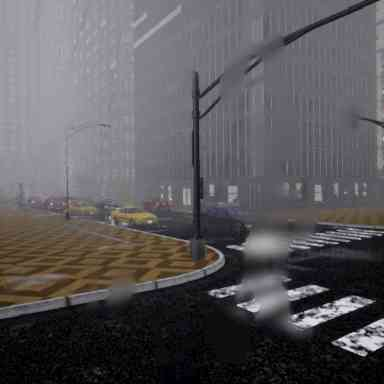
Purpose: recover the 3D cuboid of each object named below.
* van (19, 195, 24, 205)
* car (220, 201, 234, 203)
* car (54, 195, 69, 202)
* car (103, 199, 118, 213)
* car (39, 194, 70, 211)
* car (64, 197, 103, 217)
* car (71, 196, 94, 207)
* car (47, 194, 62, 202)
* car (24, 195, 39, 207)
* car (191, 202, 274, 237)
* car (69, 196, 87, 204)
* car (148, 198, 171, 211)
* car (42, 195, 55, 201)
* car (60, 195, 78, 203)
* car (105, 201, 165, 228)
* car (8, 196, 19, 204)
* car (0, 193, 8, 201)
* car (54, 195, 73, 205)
[{"bbox_3d":[-26.761,1.302,54.607,1.690,1.788,3.998,-1,1,-36],"label":"van"},{"bbox_3d":[2.463,1.455,27.713,2.008,1.369,4.403,-1,1,-36],"label":"car"},{"bbox_3d":[-26.854,1.406,68.233,1.802,1.307,4.206,-1,1,-36],"label":"car"},{"bbox_3d":[-8.051,1.463,32.836,2.128,1.511,4.902,-1,1,-36],"label":"car"},{"bbox_3d":[-17.022,1.429,41.076,1.967,1.590,4.097,-1,1,-36],"label":"car"},{"bbox_3d":[-10.479,1.533,31.885,1.752,1.417,4.829,-1,1,-36],"label":"car"},{"bbox_3d":[-16.239,1.403,49.259,1.837,1.490,4.892,-1,1,-36],"label":"car"},{"bbox_3d":[-30.101,1.255,72.742,1.967,1.590,4.097,-1,1,-36],"label":"car"},{"bbox_3d":[-23.514,1.410,50.098,1.967,1.590,4.097,-1,1,-36],"label":"car"},{"bbox_3d":[2.045,1.547,18.638,2.033,1.411,5.357,-1,1,-33],"label":"car"},{"bbox_3d":[-20.363,1.388,59.211,1.887,1.381,4.507,-1,1,-36],"label":"car"},{"bbox_3d":[-4.088,1.328,36.693,1.967,1.590,4.097,-1,1,-36],"label":"car"},{"bbox_3d":[-33.445,1.330,77.391,1.752,1.417,4.829,-1,1,-36],"label":"car"},{"bbox_3d":[-23.608,1.385,63.722,2.008,1.369,4.403,-1,1,-36],"label":"car"},{"bbox_3d":[-4.044,1.551,22.821,1.752,1.417,4.829,-1,1,-36],"label":"car"},{"bbox_3d":[-33.250,1.493,63.630,2.008,1.369,4.403,-1,1,-36],"label":"car"},{"bbox_3d":[-46.233,1.448,81.672,1.887,1.381,4.507,-1,1,-36],"label":"car"},{"bbox_3d":[-22.409,1.357,57.846,1.882,1.535,5.008,-1,1,-35],"label":"car"}]
